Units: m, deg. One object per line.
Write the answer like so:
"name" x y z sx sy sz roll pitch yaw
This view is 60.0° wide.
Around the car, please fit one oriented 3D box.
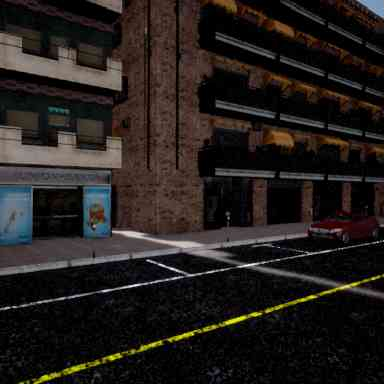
"car" 7.172 1.583 15.538 4.206 1.307 1.802 0 0 -35
